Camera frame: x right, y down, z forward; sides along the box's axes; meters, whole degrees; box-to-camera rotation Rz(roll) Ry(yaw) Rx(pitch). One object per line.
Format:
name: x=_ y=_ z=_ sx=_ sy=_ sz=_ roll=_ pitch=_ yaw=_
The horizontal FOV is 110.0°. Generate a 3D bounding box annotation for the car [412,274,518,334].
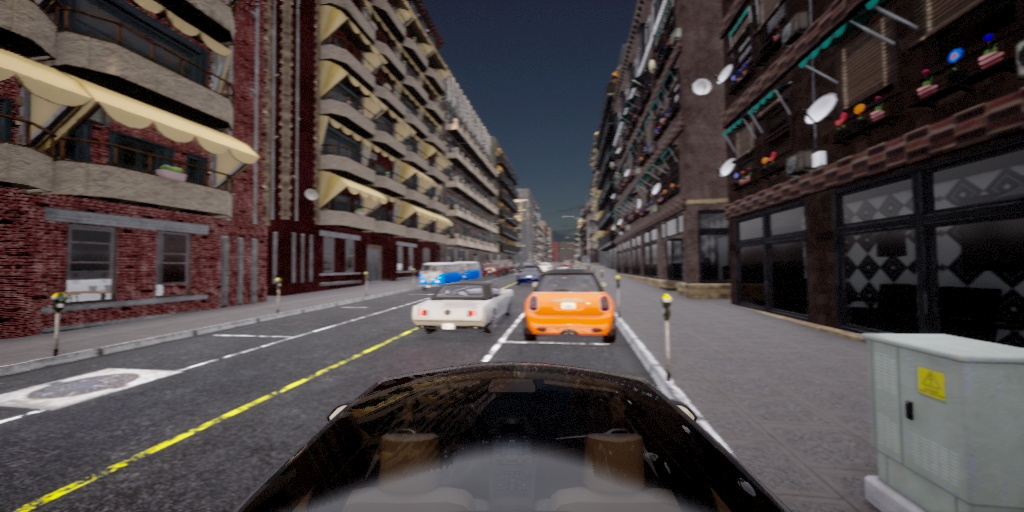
car: x=-1.182 y=1.423 z=10.907 sx=1.895 sy=1.301 sz=4.718 roll=-1 pitch=0 yaw=9

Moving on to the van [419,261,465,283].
van: x=-4.625 y=1.294 z=23.321 sx=1.690 sy=1.789 sz=3.998 roll=0 pitch=0 yaw=9

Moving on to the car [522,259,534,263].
car: x=1.973 y=1.518 z=47.853 sx=1.882 sy=1.535 sz=5.008 roll=-1 pitch=-1 yaw=9

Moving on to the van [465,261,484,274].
van: x=-3.731 y=1.320 z=28.780 sx=1.690 sy=1.789 sz=3.998 roll=0 pitch=0 yaw=9

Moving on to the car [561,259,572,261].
car: x=5.833 y=1.348 z=38.360 sx=1.967 sy=1.591 sz=4.097 roll=0 pitch=0 yaw=9

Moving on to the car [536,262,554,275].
car: x=3.984 y=1.498 z=43.156 sx=1.812 sy=1.442 sz=4.674 roll=-1 pitch=0 yaw=9

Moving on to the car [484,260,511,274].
car: x=-1.943 y=1.349 z=39.694 sx=2.192 sy=1.841 sz=5.009 roll=0 pitch=0 yaw=9

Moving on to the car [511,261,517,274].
car: x=-1.049 y=1.378 z=45.151 sx=2.192 sy=1.841 sz=5.009 roll=0 pitch=0 yaw=9

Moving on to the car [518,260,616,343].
car: x=1.594 y=1.128 z=10.015 sx=2.097 sy=1.767 sz=4.553 roll=-1 pitch=0 yaw=9

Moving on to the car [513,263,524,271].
car: x=1.548 y=1.456 z=27.580 sx=1.994 sy=1.385 sz=4.181 roll=-1 pitch=0 yaw=9
